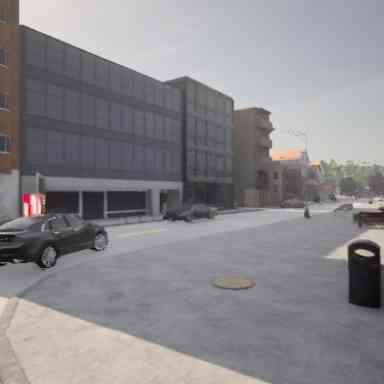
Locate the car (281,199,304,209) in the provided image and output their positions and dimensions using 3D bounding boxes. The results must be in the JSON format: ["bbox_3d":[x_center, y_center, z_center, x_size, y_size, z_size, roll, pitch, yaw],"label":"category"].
[{"bbox_3d":[13.381,1.566,44.368,1.994,1.385,4.181,0,0,36],"label":"car"}]

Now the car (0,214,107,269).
[{"bbox_3d":[-4.684,1.507,11.259,1.837,1.490,4.892,-3,-1,15],"label":"car"}]

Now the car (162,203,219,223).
[{"bbox_3d":[0.050,1.549,25.750,2.033,1.411,5.357,0,0,35],"label":"car"}]
